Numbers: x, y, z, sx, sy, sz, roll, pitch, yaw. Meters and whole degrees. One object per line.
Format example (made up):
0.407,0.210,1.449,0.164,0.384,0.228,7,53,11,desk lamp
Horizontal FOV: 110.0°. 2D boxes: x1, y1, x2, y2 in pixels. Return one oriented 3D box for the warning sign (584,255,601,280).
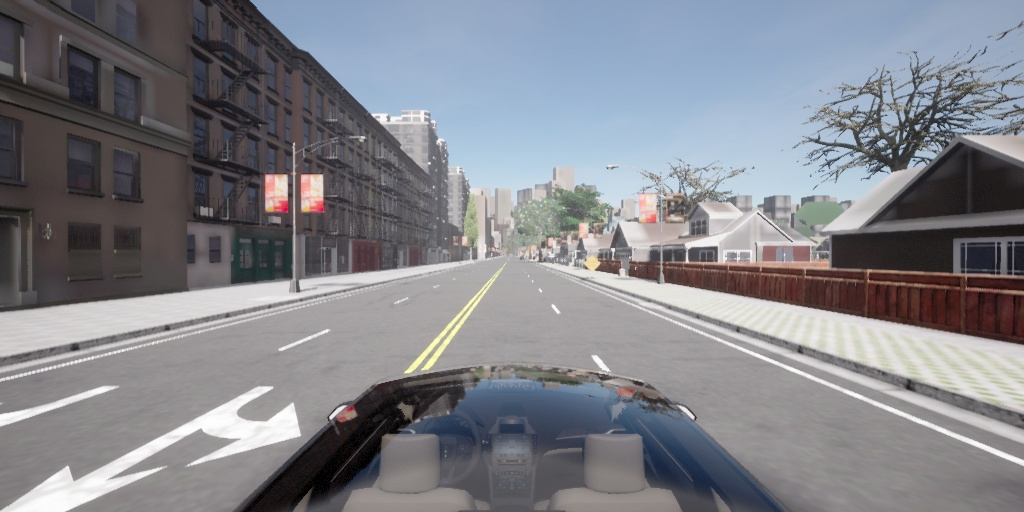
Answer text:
6.100,0.847,27.365,1.300,1.860,1.060,0,0,0,warning sign
